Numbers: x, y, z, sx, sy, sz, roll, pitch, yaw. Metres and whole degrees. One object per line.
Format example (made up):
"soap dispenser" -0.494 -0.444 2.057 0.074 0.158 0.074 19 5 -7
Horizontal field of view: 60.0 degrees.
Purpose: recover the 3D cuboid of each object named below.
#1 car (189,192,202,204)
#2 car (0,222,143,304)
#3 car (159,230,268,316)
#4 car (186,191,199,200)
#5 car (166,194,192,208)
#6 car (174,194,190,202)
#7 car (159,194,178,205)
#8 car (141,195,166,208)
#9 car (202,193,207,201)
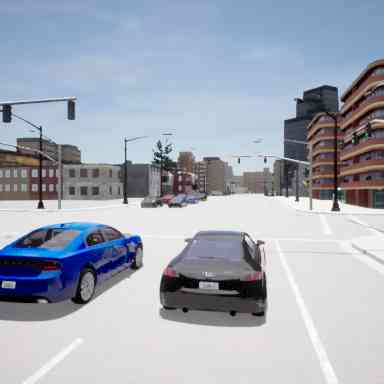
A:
"car" -0.087 1.249 56.284 1.812 1.442 4.674 0 1 11
"car" -2.747 1.478 8.276 1.882 1.535 5.008 0 0 11
"car" 0.690 1.564 7.630 1.994 1.385 4.181 0 0 12
"car" 0.054 0.751 74.923 2.097 1.767 4.553 0 1 11
"car" -1.921 1.409 46.879 2.033 1.411 5.357 0 1 11
"car" -1.889 1.124 65.119 2.033 1.411 5.357 0 1 11
"car" -3.795 1.226 55.468 1.882 1.535 5.008 0 1 11
"car" -5.557 1.230 46.502 2.097 1.767 4.553 0 1 11
"car" 1.872 1.052 66.107 1.837 1.490 4.892 0 1 12
